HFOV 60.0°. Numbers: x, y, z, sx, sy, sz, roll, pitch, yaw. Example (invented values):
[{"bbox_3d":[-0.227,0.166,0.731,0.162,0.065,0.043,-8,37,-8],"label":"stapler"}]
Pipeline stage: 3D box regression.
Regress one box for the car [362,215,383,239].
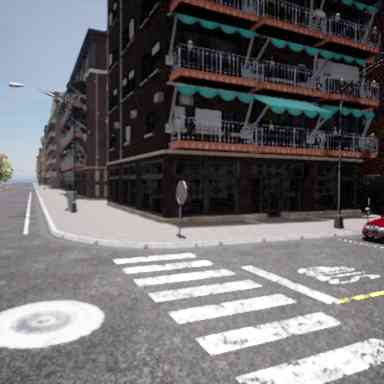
[{"bbox_3d":[9.198,1.389,14.201,4.206,1.307,1.802,0,1,-26],"label":"car"}]
